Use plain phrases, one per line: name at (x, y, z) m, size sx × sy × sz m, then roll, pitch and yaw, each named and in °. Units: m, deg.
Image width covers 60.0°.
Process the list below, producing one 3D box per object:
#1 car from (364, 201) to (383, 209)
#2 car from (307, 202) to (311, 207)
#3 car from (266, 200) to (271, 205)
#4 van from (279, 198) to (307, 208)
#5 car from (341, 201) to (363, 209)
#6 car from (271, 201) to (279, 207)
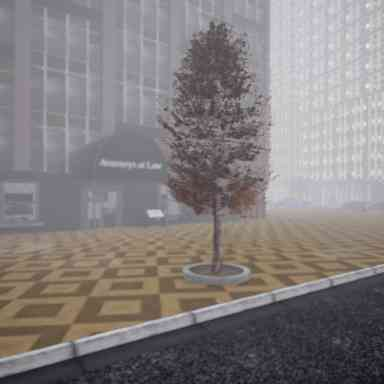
car at (30.163, 2.111, 52.402) m, size 1.947 × 1.339 × 4.313 m, roll -1°, pitch -1°, yaw -23°
car at (21.420, 2.327, 66.162) m, size 1.837 × 1.490 × 4.892 m, roll 0°, pitch -1°, yaw -22°
car at (16.883, 2.451, 76.770) m, size 1.895 × 1.301 × 4.718 m, roll 0°, pitch -1°, yaw -23°
van at (18.043, 2.037, 59.475) m, size 1.690 × 1.788 × 3.998 m, roll -1°, pitch -1°, yaw -23°
car at (27.961, 2.209, 57.577) m, size 1.947 × 1.339 × 4.313 m, roll -1°, pitch -1°, yaw -23°
car at (18.438, 2.348, 65.446) m, size 2.033 × 1.411 × 5.357 m, roll 0°, pitch -1°, yaw -23°
